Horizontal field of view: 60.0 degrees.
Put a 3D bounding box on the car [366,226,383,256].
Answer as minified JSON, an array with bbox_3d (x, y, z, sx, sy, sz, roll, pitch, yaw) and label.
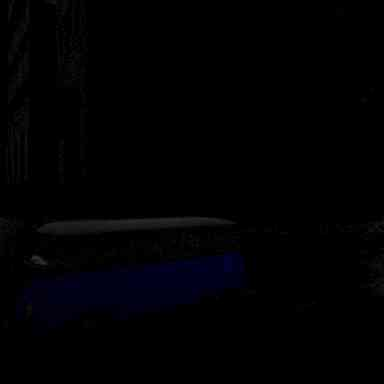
[{"bbox_3d":[8.286,1.670,12.469,4.507,1.381,1.887,1,-1,-36],"label":"car"}]

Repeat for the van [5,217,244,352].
[{"bbox_3d":[-0.903,1.365,5.900,3.998,1.788,1.690,1,-1,-36],"label":"van"}]
